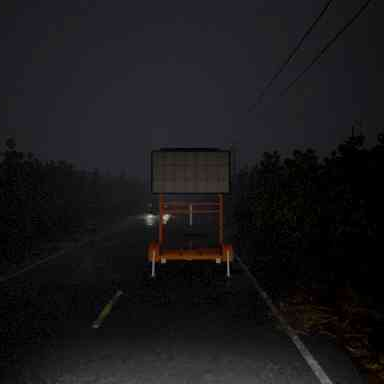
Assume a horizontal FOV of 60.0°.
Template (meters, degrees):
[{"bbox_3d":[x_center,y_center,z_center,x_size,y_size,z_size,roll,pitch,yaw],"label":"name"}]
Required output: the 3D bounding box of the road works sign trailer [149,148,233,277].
[{"bbox_3d":[-0.035,0.464,10.220,2.380,3.560,2.880,0,0,0],"label":"road works sign trailer"}]

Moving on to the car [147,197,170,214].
[{"bbox_3d":[-3.421,1.352,34.808,2.097,1.767,4.553,0,0,0],"label":"car"}]

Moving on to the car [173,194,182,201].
[{"bbox_3d":[-3.473,1.223,80.437,2.150,2.045,5.566,0,0,0],"label":"car"}]
